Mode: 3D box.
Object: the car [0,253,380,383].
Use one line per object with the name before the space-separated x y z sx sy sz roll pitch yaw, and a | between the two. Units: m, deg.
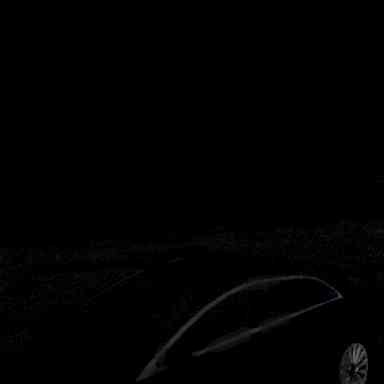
car | 0.035 1.490 3.407 4.902 1.511 2.128 0 0 -36
